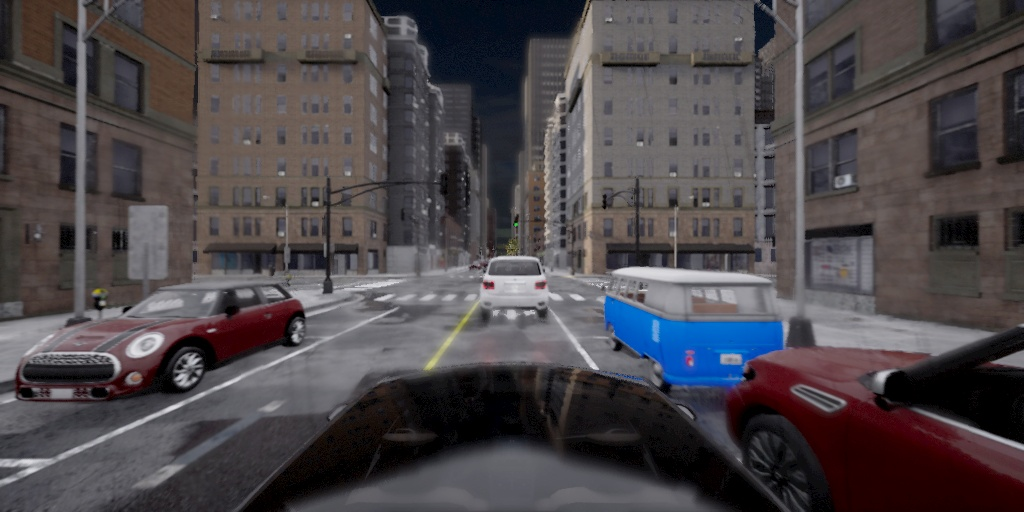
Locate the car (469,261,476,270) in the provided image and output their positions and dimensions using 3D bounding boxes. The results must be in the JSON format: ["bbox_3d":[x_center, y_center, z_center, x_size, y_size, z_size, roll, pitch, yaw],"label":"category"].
[{"bbox_3d":[-6.275,1.571,61.529,1.967,1.591,4.097,0,0,-1],"label":"car"}]

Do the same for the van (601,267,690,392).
[{"bbox_3d":[2.853,1.119,6.524,1.690,1.789,3.998,0,0,0],"label":"van"}]

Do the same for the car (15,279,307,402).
[{"bbox_3d":[-5.673,1.217,6.508,1.967,1.591,4.097,0,0,0],"label":"car"}]

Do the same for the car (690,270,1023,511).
[{"bbox_3d":[2.860,1.061,1.001,2.192,1.841,5.009,0,0,0],"label":"car"}]

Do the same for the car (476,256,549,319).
[{"bbox_3d":[0.087,1.038,13.211,2.150,2.045,5.566,0,0,0],"label":"car"}]
